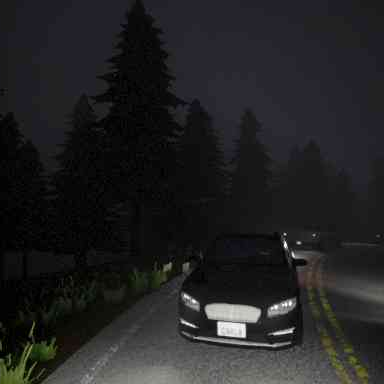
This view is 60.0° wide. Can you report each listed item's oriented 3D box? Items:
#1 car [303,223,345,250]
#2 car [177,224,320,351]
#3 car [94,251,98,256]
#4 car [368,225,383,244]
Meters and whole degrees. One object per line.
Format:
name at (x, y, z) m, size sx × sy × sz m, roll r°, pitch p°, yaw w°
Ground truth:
car at (6.564, 2.315, 17.799) m, size 1.895 × 1.301 × 4.718 m, roll -3°, pitch -6°, yaw 39°
car at (1.139, 1.562, 6.640) m, size 2.128 × 1.511 × 4.902 m, roll -1°, pitch -2°, yaw 15°
car at (-20.225, 13.651, 73.019) m, size 4.181 × 1.381 × 1.994 m, roll -2°, pitch -5°, yaw 31°
car at (16.933, 3.377, 27.079) m, size 5.566 × 2.045 × 2.150 m, roll 8°, pitch -7°, yaw -26°
